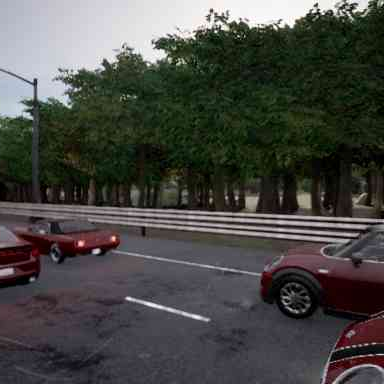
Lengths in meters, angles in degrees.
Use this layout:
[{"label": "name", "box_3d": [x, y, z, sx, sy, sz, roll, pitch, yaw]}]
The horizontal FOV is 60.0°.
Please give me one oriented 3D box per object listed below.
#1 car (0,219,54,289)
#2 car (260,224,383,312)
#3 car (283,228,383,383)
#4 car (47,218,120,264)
[{"label": "car", "box_3d": [-5.734, 1.466, 8.222, 5.008, 1.535, 1.882, 0, 0, 37]}, {"label": "car", "box_3d": [3.539, 1.351, 5.827, 4.553, 1.767, 2.097, 0, 0, 35]}, {"label": "car", "box_3d": [3.113, 1.357, 1.850, 4.553, 1.767, 2.097, 1, 0, 35]}, {"label": "car", "box_3d": [-4.793, 1.587, 11.873, 4.718, 1.301, 1.895, 0, 0, 37]}]
